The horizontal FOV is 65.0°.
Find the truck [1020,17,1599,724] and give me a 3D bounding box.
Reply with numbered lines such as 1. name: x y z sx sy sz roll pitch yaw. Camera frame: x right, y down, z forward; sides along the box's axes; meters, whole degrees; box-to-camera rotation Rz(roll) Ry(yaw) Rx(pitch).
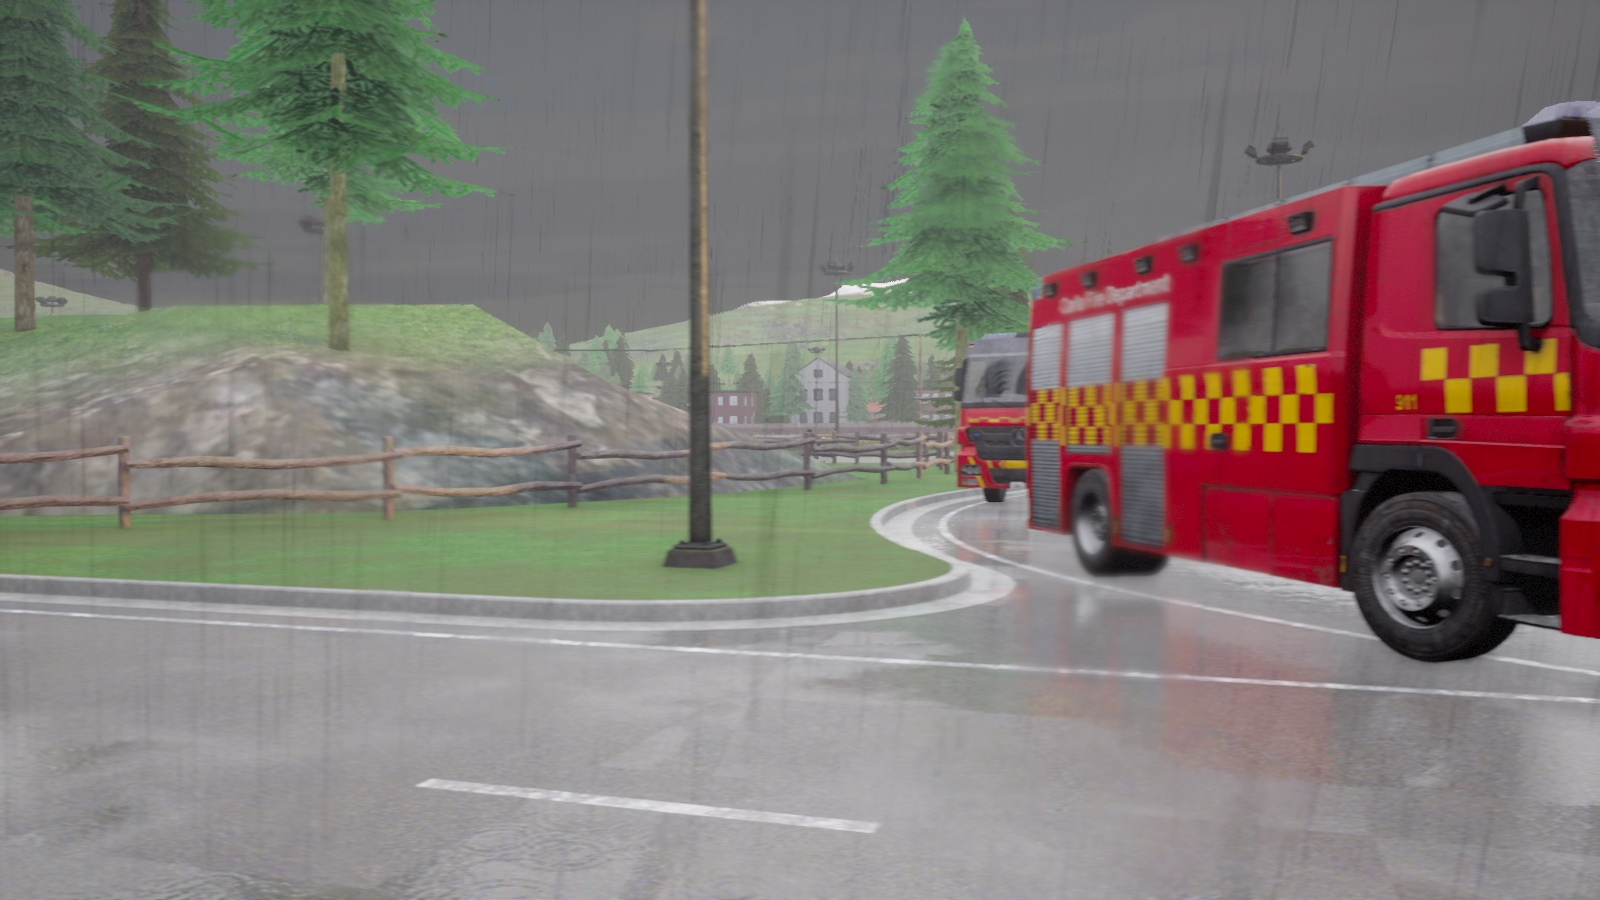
1. truck: 4.911 -0.496 11.016 2.891 3.827 8.468 0 1 -12

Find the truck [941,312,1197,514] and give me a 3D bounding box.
1. truck: 6.307 -0.766 28.130 2.891 3.827 8.468 1 1 32
